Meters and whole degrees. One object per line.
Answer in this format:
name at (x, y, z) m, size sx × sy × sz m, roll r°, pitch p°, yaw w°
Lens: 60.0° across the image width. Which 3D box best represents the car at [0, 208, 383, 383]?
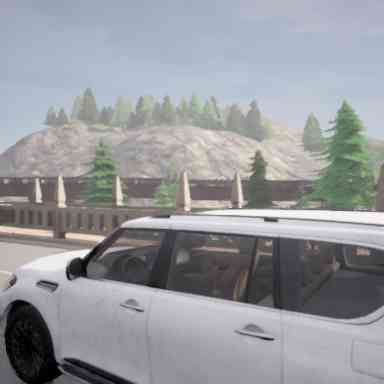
car at (0.144, 1.201, 3.698) m, size 5.566 × 2.045 × 2.150 m, roll 0°, pitch 0°, yaw 34°
